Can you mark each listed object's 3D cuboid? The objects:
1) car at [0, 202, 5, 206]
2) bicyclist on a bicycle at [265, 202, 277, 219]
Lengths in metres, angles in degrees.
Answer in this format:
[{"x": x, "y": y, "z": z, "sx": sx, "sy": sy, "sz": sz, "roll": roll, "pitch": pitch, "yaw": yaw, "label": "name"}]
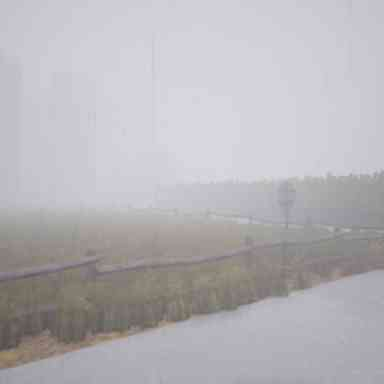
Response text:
[{"x": -27.885, "y": 1.715, "z": 44.325, "sx": 5.357, "sy": 1.411, "sz": 2.033, "roll": 1, "pitch": -1, "yaw": -34, "label": "car"}, {"x": 7.403, "y": 1.727, "z": 31.172, "sx": 1.656, "sy": 1.620, "sz": 0.582, "roll": 1, "pitch": -1, "yaw": -36, "label": "bicyclist on a bicycle"}]
